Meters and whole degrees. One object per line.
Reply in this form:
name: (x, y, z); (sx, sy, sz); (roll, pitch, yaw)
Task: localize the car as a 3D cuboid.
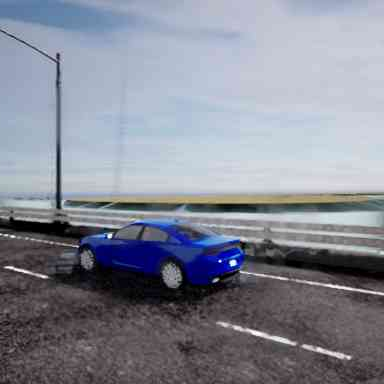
car: (-1.073, 1.480, 9.073); (5.008, 1.535, 1.882); (0, 0, 36)
